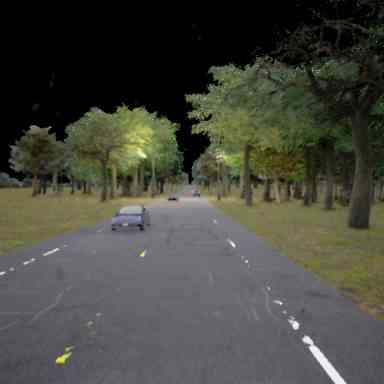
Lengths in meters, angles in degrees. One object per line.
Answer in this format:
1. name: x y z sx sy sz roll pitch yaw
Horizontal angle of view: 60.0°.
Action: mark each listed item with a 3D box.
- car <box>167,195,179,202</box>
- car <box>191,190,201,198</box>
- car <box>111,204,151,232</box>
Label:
1. car: -3.528 1.210 61.797 1.895 1.301 4.718 0 1 1
2. car: 1.224 0.624 85.311 1.837 1.490 4.892 0 1 0
3. car: -3.598 1.505 20.313 1.812 1.442 4.674 0 0 0
